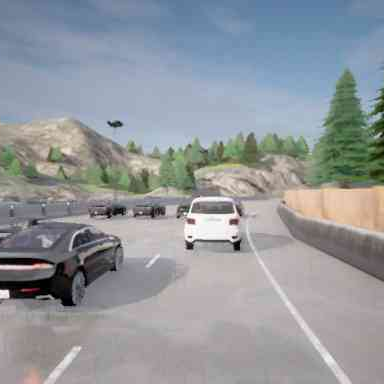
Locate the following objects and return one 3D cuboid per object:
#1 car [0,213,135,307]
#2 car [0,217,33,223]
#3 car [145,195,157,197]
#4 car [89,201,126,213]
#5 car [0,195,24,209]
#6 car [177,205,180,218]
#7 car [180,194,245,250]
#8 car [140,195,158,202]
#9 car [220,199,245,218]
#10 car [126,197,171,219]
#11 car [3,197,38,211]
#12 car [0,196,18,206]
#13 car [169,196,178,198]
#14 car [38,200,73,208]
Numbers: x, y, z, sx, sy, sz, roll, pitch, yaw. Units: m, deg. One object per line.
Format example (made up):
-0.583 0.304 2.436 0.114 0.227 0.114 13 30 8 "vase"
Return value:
-3.048 1.490 7.969 2.128 1.511 4.902 0 0 3 "car"
-6.209 1.595 12.741 1.895 1.301 4.718 0 0 5 "car"
-9.295 1.596 76.987 1.895 1.301 4.718 0 0 27 "car"
-7.288 1.496 29.327 2.128 1.511 4.902 0 0 11 "car"
-25.311 1.324 45.048 2.097 1.767 4.553 0 0 15 "car"
-0.052 1.528 29.801 1.837 1.490 4.892 0 0 12 "car"
1.008 1.236 14.613 2.150 2.045 5.566 0 0 6 "car"
-10.653 1.514 81.942 1.882 1.535 5.008 0 0 27 "car"
3.906 1.512 31.506 1.882 1.535 5.008 0 0 13 "car"
-3.676 1.505 29.534 2.128 1.511 4.902 0 0 12 "car"
-19.560 1.546 39.398 1.994 1.385 4.181 0 0 14 "car"
-23.029 1.499 39.968 1.812 1.442 4.674 0 0 14 "car"
-4.749 1.599 78.117 1.895 1.301 4.718 0 0 27 "car"
-15.812 1.593 40.064 1.895 1.301 4.718 0 0 15 "car"
